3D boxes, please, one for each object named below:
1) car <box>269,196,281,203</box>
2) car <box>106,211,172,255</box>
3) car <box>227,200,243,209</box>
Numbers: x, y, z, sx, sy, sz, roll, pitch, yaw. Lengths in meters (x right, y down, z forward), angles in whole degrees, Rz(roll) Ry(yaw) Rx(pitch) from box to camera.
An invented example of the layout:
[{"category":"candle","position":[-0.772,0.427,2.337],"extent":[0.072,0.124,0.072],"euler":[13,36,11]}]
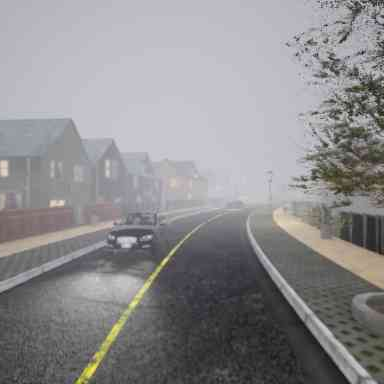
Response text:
[{"category":"car","position":[20.705,1.738,84.160],"extent":[2.097,1.767,4.553],"euler":[0,-1,19]},{"category":"car","position":[-2.030,1.583,13.832],"extent":[2.128,1.511,4.902],"euler":[0,0,5]},{"category":"car","position":[6.907,1.904,53.397],"extent":[1.994,1.385,4.181],"euler":[0,0,19]}]
